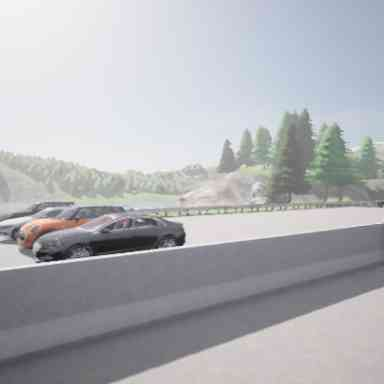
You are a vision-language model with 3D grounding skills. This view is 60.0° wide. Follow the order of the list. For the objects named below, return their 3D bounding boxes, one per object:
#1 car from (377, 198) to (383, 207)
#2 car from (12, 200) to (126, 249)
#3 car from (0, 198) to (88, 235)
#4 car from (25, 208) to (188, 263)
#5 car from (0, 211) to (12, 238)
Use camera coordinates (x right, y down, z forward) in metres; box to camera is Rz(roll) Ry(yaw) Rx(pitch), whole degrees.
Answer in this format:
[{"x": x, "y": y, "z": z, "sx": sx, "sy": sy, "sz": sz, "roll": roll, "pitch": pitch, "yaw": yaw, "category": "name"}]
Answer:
[{"x": 26.467, "y": 1.320, "z": 44.180, "sx": 4.181, "sy": 1.385, "sz": 1.994, "roll": 0, "pitch": 0, "yaw": -35, "category": "car"}, {"x": -4.548, "y": 1.313, "z": 13.638, "sx": 4.553, "sy": 1.767, "sz": 2.097, "roll": 0, "pitch": 0, "yaw": -35, "category": "car"}, {"x": -8.660, "y": 1.303, "z": 19.304, "sx": 4.553, "sy": 1.767, "sz": 2.097, "roll": 0, "pitch": 0, "yaw": -35, "category": "car"}, {"x": -2.453, "y": 1.457, "z": 10.834, "sx": 4.902, "sy": 1.511, "sz": 2.128, "roll": 0, "pitch": 0, "yaw": -35, "category": "car"}, {"x": -6.813, "y": 1.483, "z": 16.309, "sx": 4.674, "sy": 1.442, "sz": 1.812, "roll": 0, "pitch": 0, "yaw": -36, "category": "car"}]
